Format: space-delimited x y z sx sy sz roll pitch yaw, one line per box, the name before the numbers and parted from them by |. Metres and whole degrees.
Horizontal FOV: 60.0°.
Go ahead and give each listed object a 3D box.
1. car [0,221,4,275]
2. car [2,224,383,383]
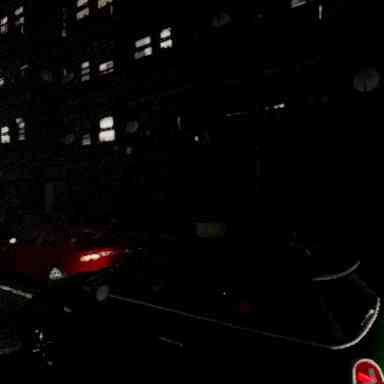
car | -3.490 1.529 8.622 4.507 1.381 1.887 0 -1 36
car | -0.057 1.349 4.001 4.553 1.767 2.097 0 0 36
